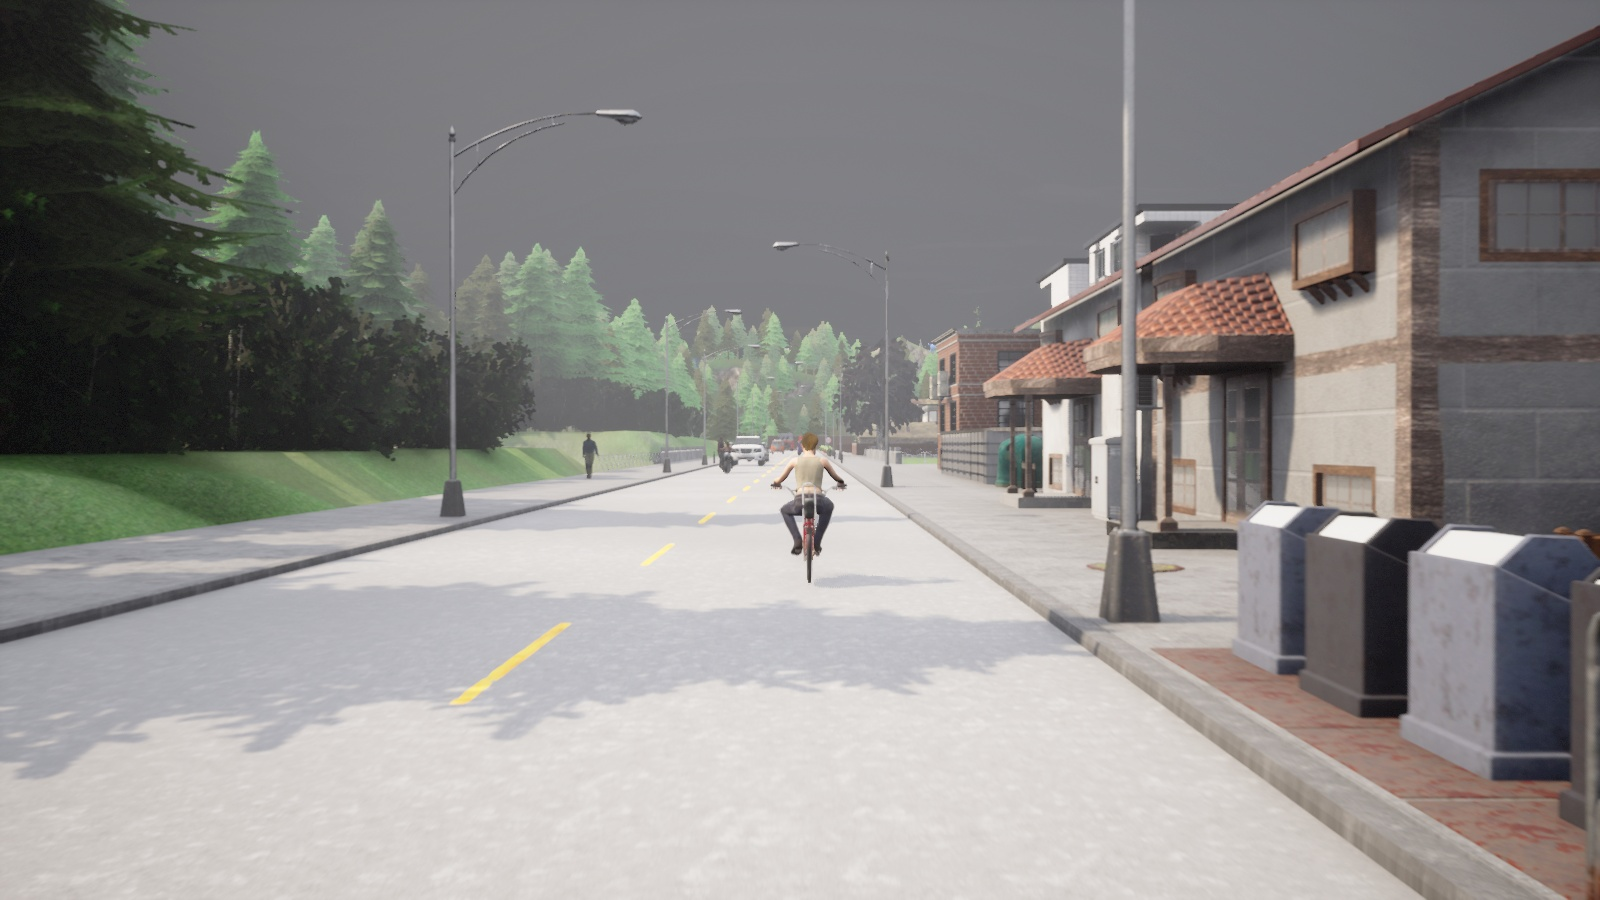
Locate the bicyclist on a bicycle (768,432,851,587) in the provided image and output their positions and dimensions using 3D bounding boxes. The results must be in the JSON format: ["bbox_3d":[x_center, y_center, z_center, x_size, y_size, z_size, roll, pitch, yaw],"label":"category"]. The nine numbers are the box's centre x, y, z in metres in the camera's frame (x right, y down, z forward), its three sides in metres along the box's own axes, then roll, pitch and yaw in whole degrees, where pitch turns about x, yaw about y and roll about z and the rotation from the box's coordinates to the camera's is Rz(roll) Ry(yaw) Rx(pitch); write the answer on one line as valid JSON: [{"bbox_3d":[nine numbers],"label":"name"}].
[{"bbox_3d":[0.099,0.614,13.800,0.866,1.612,1.509,0,0,0],"label":"bicyclist on a bicycle"}]

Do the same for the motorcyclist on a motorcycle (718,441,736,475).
[{"bbox_3d":[-3.649,0.381,62.671,0.766,1.649,2.350,0,1,0],"label":"motorcyclist on a motorcycle"}]

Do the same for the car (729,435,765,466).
[{"bbox_3d":[-3.537,0.039,85.014,2.150,2.045,5.566,0,0,0],"label":"car"}]

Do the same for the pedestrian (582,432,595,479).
[{"bbox_3d":[-8.281,0.202,49.158,0.370,1.835,0.726,0,0,0],"label":"pedestrian"}]
